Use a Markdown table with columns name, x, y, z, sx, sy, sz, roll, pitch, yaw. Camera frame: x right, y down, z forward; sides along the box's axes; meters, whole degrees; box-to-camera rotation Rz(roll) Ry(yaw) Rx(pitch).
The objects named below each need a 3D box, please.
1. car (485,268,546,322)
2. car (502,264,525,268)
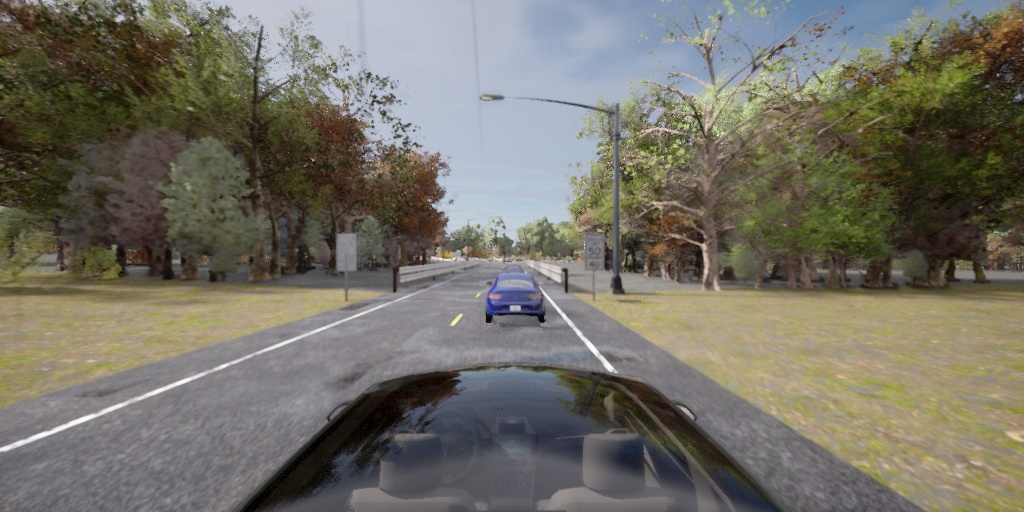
| name | x | y | z | sx | sy | sz | roll | pitch | yaw |
| --- | --- | --- | --- | --- | --- | --- | --- | --- | --- |
| car | 0.098 | 1.296 | 12.268 | 1.812 | 1.442 | 4.674 | 0 | 0 | 0 |
| car | 0.103 | 1.368 | 29.524 | 1.994 | 1.385 | 4.181 | 0 | 0 | 0 |
